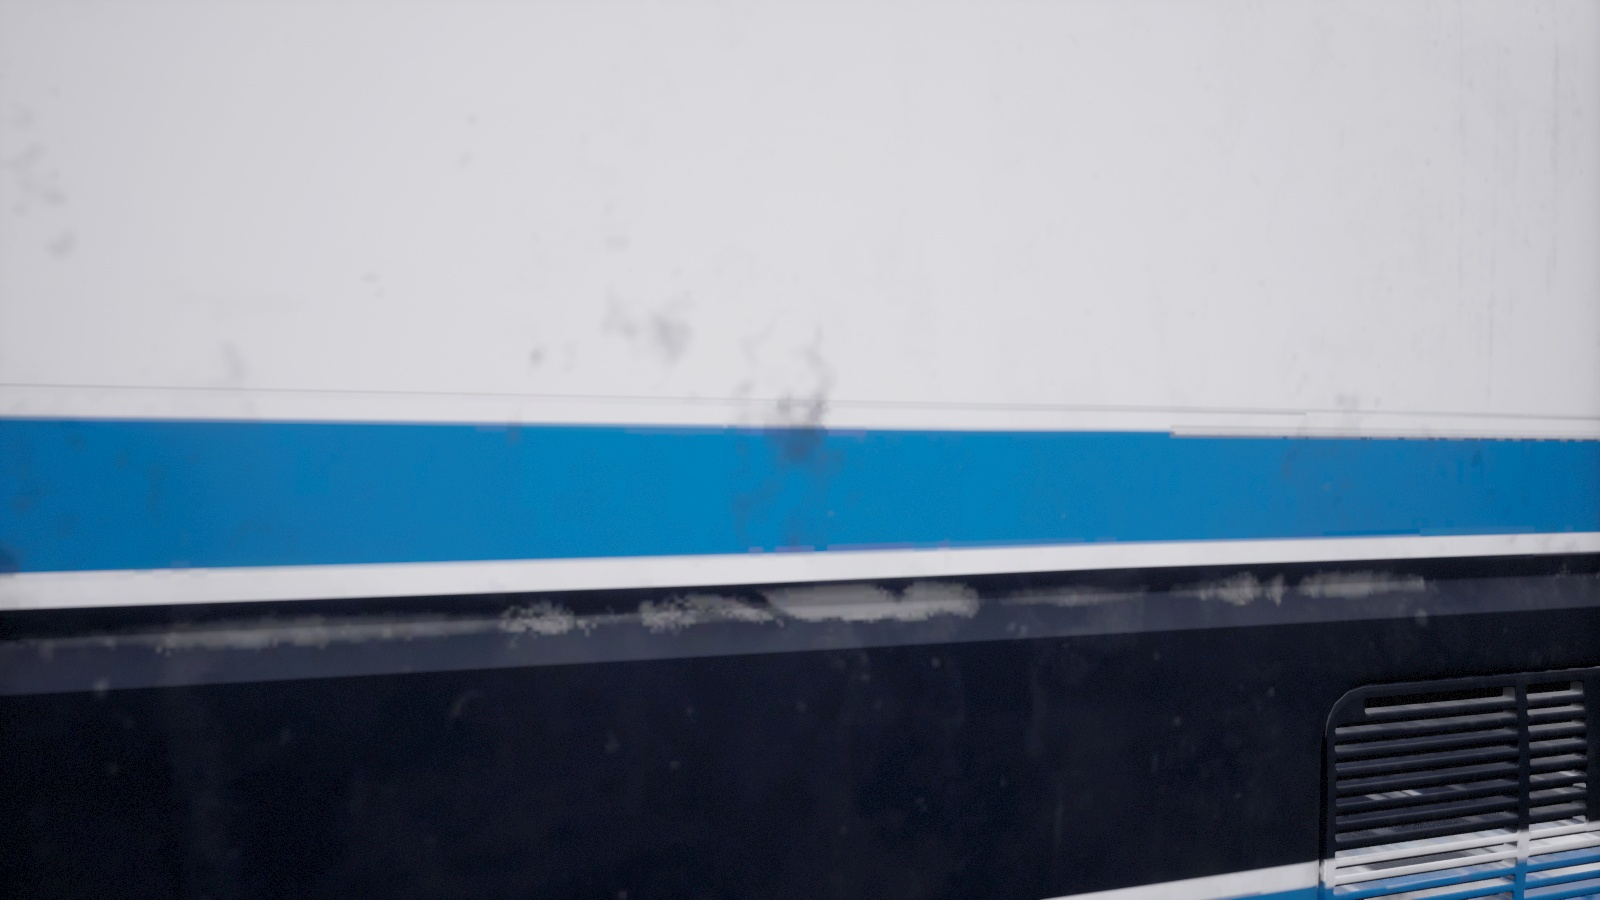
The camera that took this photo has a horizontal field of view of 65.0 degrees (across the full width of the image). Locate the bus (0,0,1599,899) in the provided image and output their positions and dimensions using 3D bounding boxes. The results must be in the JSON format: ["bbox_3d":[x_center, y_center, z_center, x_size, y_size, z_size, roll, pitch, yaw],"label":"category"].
[{"bbox_3d":[0.063,-0.632,3.246,10.273,4.253,3.944,-1,1,-21],"label":"bus"}]
